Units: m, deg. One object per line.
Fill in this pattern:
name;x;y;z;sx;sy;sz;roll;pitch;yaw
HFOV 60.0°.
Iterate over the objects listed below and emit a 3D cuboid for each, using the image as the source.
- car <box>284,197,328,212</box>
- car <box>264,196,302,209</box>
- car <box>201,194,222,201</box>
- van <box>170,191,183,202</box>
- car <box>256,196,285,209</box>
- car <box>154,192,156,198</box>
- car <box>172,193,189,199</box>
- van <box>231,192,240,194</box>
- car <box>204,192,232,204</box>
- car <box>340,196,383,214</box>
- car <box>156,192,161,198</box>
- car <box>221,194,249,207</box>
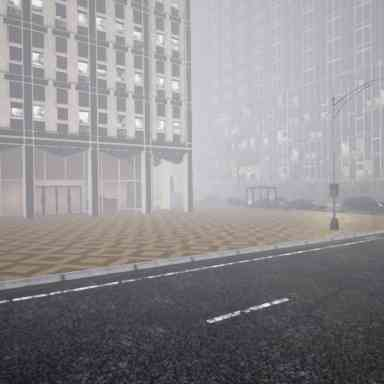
car;12.779;1.422;36.561;1.947;1.339;4.313;-1;1;-34
car;11.692;1.284;42.973;1.812;1.442;4.674;-1;1;-35
car;3.804;1.041;64.833;1.802;1.307;4.206;-1;1;-34
van;-3.121;0.936;60.112;1.690;1.788;3.998;0;1;-34
car;9.592;1.386;41.269;1.802;1.307;4.206;-1;1;-34
car;-9.003;0.684;83.616;1.967;1.590;4.097;0;1;-34
car;-2.600;0.934;74.226;1.802;1.307;4.206;0;1;-34
van;7.004;0.853;60.134;1.690;1.788;3.998;-1;1;-34
car;3.940;1.159;54.369;1.812;1.442;4.674;-1;1;-34
car;17.741;1.207;34.092;2.097;1.767;4.553;-1;1;-34
car;-5.802;0.613;78.919;2.192;1.841;5.009;0;1;-34
car;6.439;1.318;45.997;1.947;1.339;4.313;-1;1;-34
